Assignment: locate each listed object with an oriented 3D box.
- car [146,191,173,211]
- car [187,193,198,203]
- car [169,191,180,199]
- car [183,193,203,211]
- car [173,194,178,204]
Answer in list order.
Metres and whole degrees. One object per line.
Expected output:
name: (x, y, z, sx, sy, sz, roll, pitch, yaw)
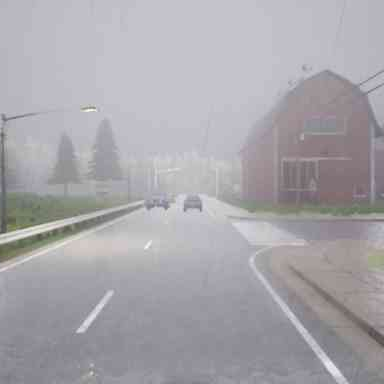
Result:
car: (-3.592, 0.870, 36.028, 2.150, 2.045, 5.566, 0, 0, 0)
car: (0.093, 0.967, 54.987, 1.837, 1.490, 4.892, 0, 0, 0)
car: (-3.508, 0.536, 67.374, 2.033, 1.411, 5.357, 0, 1, 0)
car: (0.092, 1.150, 34.947, 2.128, 1.511, 4.902, 0, 1, 0)
car: (-3.577, 0.992, 51.271, 2.128, 1.511, 4.902, 0, 0, 0)
